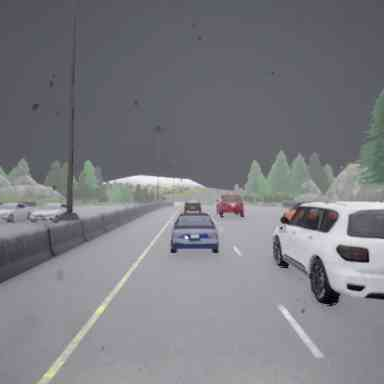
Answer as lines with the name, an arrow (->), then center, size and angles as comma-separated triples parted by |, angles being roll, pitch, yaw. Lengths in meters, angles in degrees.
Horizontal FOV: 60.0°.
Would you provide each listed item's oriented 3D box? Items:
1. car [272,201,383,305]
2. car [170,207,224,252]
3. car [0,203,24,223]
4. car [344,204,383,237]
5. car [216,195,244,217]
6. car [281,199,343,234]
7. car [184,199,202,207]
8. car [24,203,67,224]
car -> 3.609, 1.235, 8.239 | 2.150, 2.045, 5.566 | 0, 0, 0
car -> 0.094, 1.569, 13.896 | 2.033, 1.411, 5.357 | 0, 0, 0
car -> -14.102, 1.565, 25.902 | 1.812, 1.442, 4.674 | 0, 0, 0
car -> 10.593, 1.535, 18.738 | 1.837, 1.490, 4.892 | 0, 0, 0
car -> 3.575, 1.272, 31.773 | 2.150, 2.045, 5.566 | 0, 0, 0
car -> 7.092, 1.384, 20.211 | 2.097, 1.767, 4.553 | 0, 0, 0
car -> 0.086, 1.546, 37.700 | 1.882, 1.535, 5.008 | 0, 0, 0
car -> -10.603, 1.565, 25.478 | 1.812, 1.442, 4.674 | 0, 0, 0
